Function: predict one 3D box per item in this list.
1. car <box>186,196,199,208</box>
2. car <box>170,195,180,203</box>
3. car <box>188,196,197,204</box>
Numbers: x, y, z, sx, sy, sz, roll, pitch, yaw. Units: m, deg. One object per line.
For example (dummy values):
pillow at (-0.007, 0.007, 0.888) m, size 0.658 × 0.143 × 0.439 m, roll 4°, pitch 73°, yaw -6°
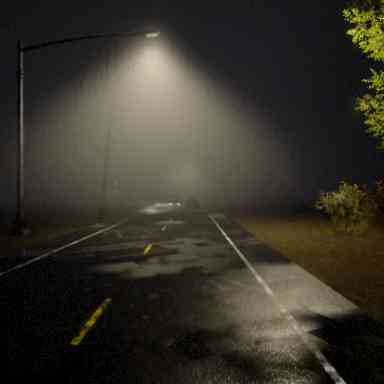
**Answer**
car at (0.100, 1.622, 50.611) m, size 1.994 × 1.385 × 4.181 m, roll 0°, pitch 0°, yaw 0°
car at (-3.500, 1.435, 69.121) m, size 2.097 × 1.767 × 4.553 m, roll 0°, pitch 0°, yaw 0°
car at (0.086, 1.604, 68.258) m, size 1.812 × 1.442 × 4.674 m, roll 0°, pitch 0°, yaw 0°
